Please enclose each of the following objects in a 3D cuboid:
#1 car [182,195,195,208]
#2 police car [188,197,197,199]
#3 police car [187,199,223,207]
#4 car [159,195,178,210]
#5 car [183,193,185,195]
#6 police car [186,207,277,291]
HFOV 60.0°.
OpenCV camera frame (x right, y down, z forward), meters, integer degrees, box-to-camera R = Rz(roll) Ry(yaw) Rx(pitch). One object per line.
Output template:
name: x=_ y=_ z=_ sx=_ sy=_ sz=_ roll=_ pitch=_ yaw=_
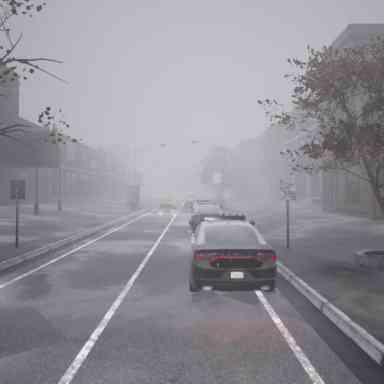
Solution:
car: x=-0.101 y=1.507 z=46.698 sx=1.812 sy=1.442 sz=4.674 roll=0 pitch=0 yaw=0
police car: x=0.838 y=1.428 z=25.117 sx=1.930 sy=1.638 sz=5.238 roll=0 pitch=0 yaw=0
police car: x=0.853 y=1.428 z=19.117 sx=1.930 sy=1.638 sz=5.238 roll=0 pitch=0 yaw=0
car: x=-3.106 y=1.472 z=42.512 sx=1.882 sy=1.535 sz=5.008 roll=0 pitch=0 yaw=0
car: x=-0.150 y=1.257 z=59.816 sx=2.097 sy=1.767 sz=4.553 roll=0 pitch=0 yaw=0
police car: x=0.879 y=1.426 z=9.116 sx=1.930 sy=1.638 sz=5.238 roll=0 pitch=0 yaw=0
